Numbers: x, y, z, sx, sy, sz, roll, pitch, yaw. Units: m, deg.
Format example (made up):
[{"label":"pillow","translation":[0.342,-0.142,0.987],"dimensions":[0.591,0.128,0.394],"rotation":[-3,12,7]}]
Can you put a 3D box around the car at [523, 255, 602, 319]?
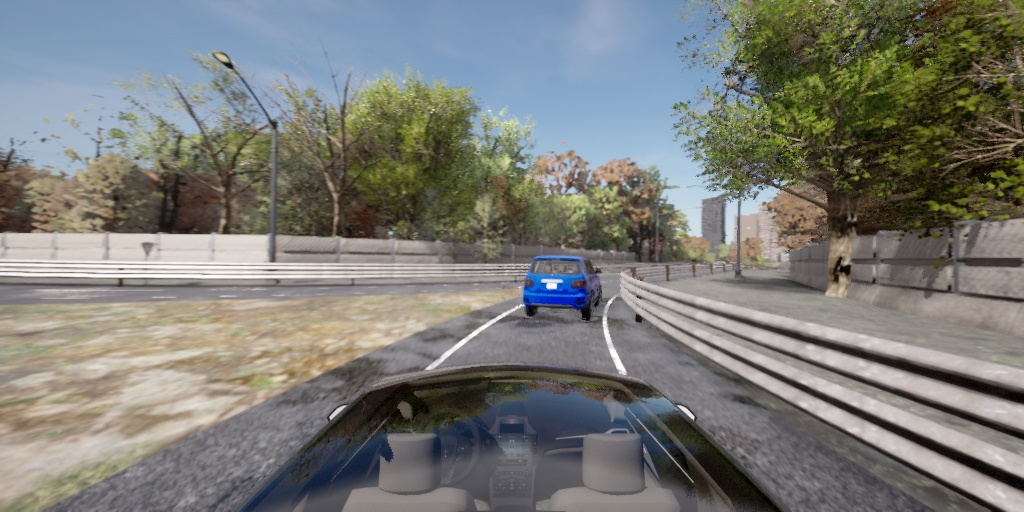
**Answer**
[{"label":"car","translation":[2.033,1.009,13.339],"dimensions":[2.150,2.045,5.566],"rotation":[1,0,18]}]
